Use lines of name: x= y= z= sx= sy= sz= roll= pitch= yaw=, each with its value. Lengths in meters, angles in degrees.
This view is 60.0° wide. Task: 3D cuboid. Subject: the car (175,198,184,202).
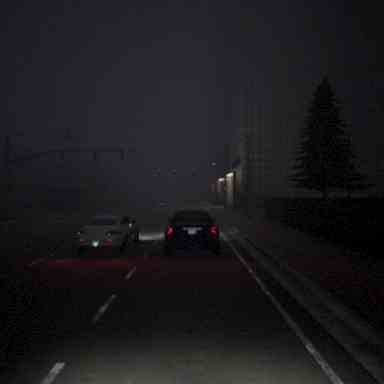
car: x=-3.513 y=2.307 z=89.015 sx=1.882 sy=1.535 sz=5.008 roll=0 pitch=-1 yaw=0

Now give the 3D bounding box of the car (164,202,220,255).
car: x=0.001 y=1.487 z=14.091 sx=2.097 sy=1.767 sz=4.553 roll=0 pitch=-1 yaw=0

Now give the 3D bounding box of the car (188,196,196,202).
car: x=-0.013 y=2.369 z=89.015 sx=2.033 sy=1.411 sz=5.357 roll=0 pitch=-1 yaw=0

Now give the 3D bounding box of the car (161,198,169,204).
car: x=-7.013 y=2.363 z=87.159 sx=1.812 sy=1.442 sz=4.674 roll=0 pitch=-1 yaw=0

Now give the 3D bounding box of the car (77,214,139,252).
car: x=-3.495 y=1.665 z=14.400 sx=1.812 sy=1.442 sz=4.674 roll=0 pitch=0 yaw=0

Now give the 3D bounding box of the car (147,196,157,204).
car: x=-10.513 y=2.063 z=87.131 sx=2.150 sy=2.045 sz=5.566 roll=0 pitch=-1 yaw=0
